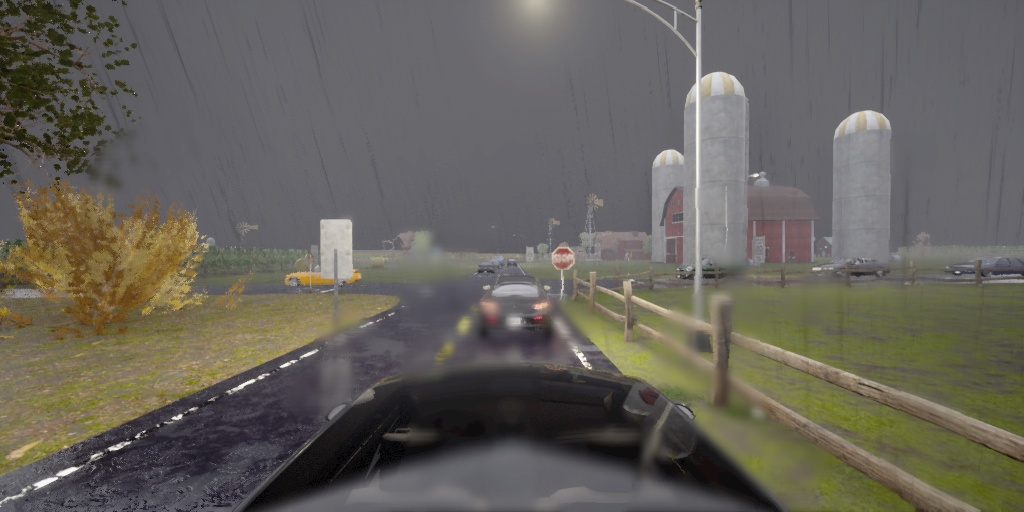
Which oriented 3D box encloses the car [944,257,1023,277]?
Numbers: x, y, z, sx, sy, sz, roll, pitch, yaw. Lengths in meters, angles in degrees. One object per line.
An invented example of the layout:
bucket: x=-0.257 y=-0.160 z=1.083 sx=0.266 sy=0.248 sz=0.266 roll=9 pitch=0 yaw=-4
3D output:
car: x=34.874 y=0.756 z=25.991 sx=5.357 sy=1.411 sz=2.033 roll=-1 pitch=1 yaw=-1

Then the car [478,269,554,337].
car: x=0.146 y=1.274 z=10.141 sx=1.812 sy=1.442 sz=4.674 roll=0 pitch=0 yaw=2

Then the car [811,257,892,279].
car: x=24.465 y=0.846 z=25.925 sx=4.902 sy=1.511 sz=2.128 roll=-1 pitch=1 yaw=0

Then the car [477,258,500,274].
car: x=-2.843 y=1.305 z=40.874 sx=2.033 sy=1.411 sz=5.357 roll=0 pitch=0 yaw=0

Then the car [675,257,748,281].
car: x=14.241 y=0.853 z=25.852 sx=4.553 sy=1.767 sz=2.097 roll=-1 pitch=1 yaw=-1

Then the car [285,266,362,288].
car: x=-13.426 y=1.383 z=25.623 sx=5.008 sy=1.535 sz=1.882 roll=-1 pitch=1 yaw=-3

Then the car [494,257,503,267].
car: x=-2.816 y=1.275 z=54.632 sx=1.837 sy=1.490 sz=4.892 roll=0 pitch=0 yaw=0
